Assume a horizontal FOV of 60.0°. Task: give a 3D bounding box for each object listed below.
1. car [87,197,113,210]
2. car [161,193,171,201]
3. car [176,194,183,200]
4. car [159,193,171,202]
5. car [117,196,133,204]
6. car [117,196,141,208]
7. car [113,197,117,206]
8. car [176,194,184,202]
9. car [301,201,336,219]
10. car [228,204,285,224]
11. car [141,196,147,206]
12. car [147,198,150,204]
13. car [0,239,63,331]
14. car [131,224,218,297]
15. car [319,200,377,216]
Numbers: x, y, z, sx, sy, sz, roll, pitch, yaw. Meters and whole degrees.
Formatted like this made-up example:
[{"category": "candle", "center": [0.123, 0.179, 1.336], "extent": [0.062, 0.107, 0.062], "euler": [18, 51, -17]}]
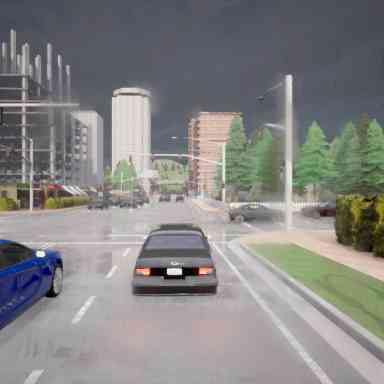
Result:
[{"category": "car", "center": [-12.252, 1.547, 43.787], "extent": [2.033, 1.411, 5.357], "euler": [0, 0, -2]}, {"category": "car", "center": [-6.628, 1.225, 85.020], "extent": [2.150, 2.045, 5.566], "euler": [0, 0, -2]}, {"category": "car", "center": [-3.119, 1.327, 84.834], "extent": [1.837, 1.490, 4.892], "euler": [0, 0, -2]}, {"category": "car", "center": [-6.283, 1.355, 75.505], "extent": [2.097, 1.767, 4.553], "euler": [0, 0, -2]}, {"category": "car", "center": [-12.926, 1.547, 64.373], "extent": [2.033, 1.411, 5.357], "euler": [0, 0, -1]}, {"category": "car", "center": [-8.854, 1.564, 46.794], "extent": [1.994, 1.385, 4.181], "euler": [0, 0, -2]}, {"category": "car", "center": [-12.604, 1.547, 53.825], "extent": [2.033, 1.411, 5.357], "euler": [0, 0, -2]}, {"category": "car", "center": [-2.788, 1.493, 75.621], "extent": [1.837, 1.490, 4.892], "euler": [0, 0, -2]}, {"category": "car", "center": [11.796, 1.478, 28.131], "extent": [5.008, 1.535, 1.882], "euler": [0, 0, -1]}, {"category": "car", "center": [4.731, 1.564, 24.356], "extent": [4.181, 1.385, 1.994], "euler": [0, 0, -1]}, {"category": "car", "center": [-9.143, 1.564, 55.157], "extent": [1.994, 1.385, 4.181], "euler": [0, 0, -2]}, {"category": "car", "center": [-9.449, 1.564, 65.109], "extent": [1.994, 1.385, 4.181], "euler": [0, 0, -1]}, {"category": "car", "center": [-3.719, 1.478, 5.488], "extent": [1.882, 1.535, 5.008], "euler": [0, 0, -3]}, {"category": "car", "center": [-0.403, 1.547, 8.780], "extent": [2.033, 1.411, 5.357], "euler": [0, 0, -2]}, {"category": "car", "center": [14.733, 1.526, 31.643], "extent": [4.674, 1.442, 1.812], "euler": [0, 0, -1]}]
